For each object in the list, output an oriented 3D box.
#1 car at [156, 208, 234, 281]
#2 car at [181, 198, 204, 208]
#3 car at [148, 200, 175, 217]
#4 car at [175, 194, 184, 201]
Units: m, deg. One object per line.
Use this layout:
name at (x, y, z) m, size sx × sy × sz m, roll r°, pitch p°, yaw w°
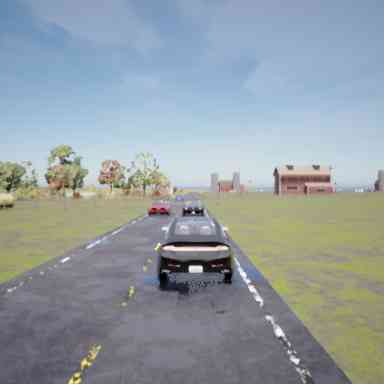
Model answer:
car at (0.092, 1.457, 9.682) m, size 2.128 × 1.511 × 4.902 m, roll 0°, pitch 0°, yaw 0°
car at (0.118, 1.481, 31.062) m, size 1.895 × 1.301 × 4.718 m, roll 0°, pitch 0°, yaw 0°
car at (-2.830, 1.485, 30.144) m, size 1.895 × 1.301 × 4.718 m, roll 0°, pitch 0°, yaw 0°
car at (-2.703, 1.241, 70.758) m, size 1.812 × 1.442 × 4.674 m, roll 0°, pitch 0°, yaw 0°
